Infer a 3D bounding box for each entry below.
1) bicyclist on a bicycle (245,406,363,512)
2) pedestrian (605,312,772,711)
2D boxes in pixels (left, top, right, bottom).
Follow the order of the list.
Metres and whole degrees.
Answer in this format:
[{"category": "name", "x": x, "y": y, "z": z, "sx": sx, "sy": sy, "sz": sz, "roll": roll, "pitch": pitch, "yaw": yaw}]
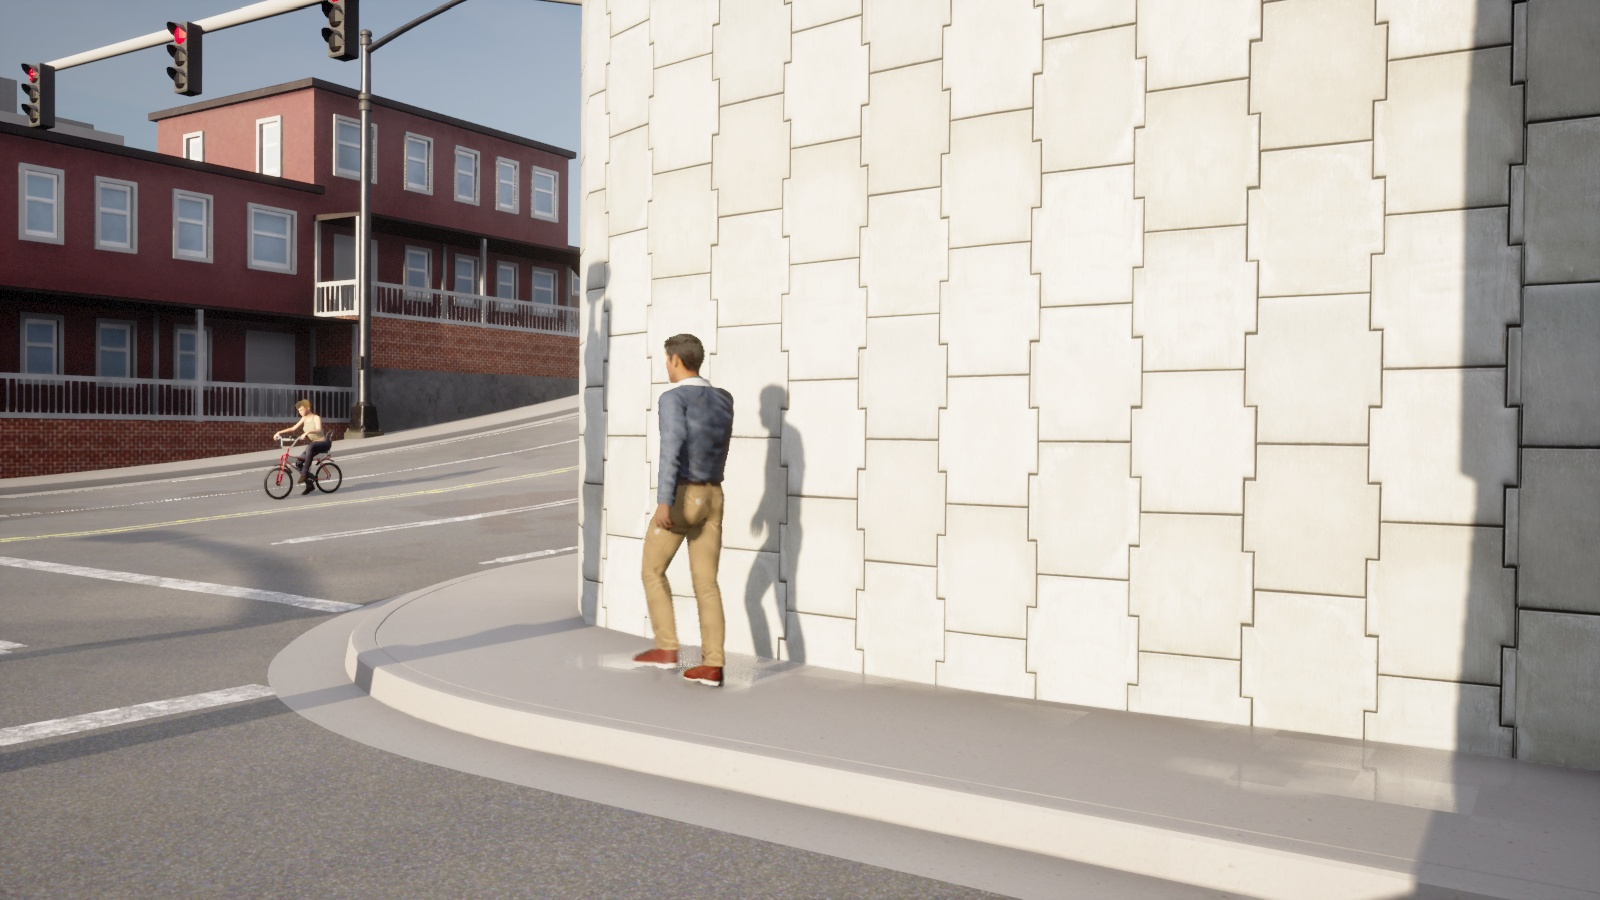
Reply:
[{"category": "bicyclist on a bicycle", "x": -8.249, "y": 0.120, "z": 20.942, "sx": 0.866, "sy": 1.612, "sz": 1.509, "roll": 0, "pitch": 5, "yaw": 33}, {"category": "pedestrian", "x": -0.589, "y": 0.299, "z": 6.550, "sx": 0.788, "sy": 1.949, "sz": 0.423, "roll": 0, "pitch": 1, "yaw": 42}]
